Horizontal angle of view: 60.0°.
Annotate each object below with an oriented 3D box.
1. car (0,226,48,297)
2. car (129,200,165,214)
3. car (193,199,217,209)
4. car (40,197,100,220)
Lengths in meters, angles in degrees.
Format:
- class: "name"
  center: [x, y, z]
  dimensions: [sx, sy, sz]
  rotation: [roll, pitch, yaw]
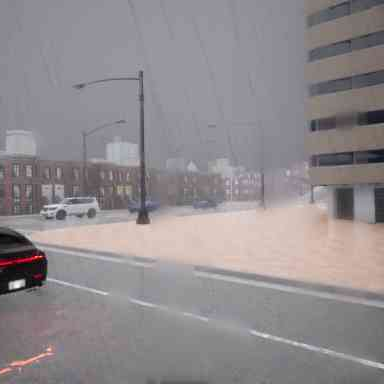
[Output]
- class: "car"
  center: [-5.318, 1.543, 7.766]
  dimensions: [4.892, 1.490, 1.837]
  rotation: [-1, 0, 35]
- class: "car"
  center: [-5.407, 1.779, 40.021]
  dimensions: [1.882, 1.535, 5.008]
  rotation: [-1, -1, 37]
- class: "car"
  center: [2.004, 1.821, 49.905]
  dimensions: [1.812, 1.442, 4.674]
  rotation: [-1, -1, 37]
- class: "car"
  center: [-11.510, 1.528, 31.866]
  dimensions: [2.150, 2.045, 5.566]
  rotation: [-1, -1, 37]
